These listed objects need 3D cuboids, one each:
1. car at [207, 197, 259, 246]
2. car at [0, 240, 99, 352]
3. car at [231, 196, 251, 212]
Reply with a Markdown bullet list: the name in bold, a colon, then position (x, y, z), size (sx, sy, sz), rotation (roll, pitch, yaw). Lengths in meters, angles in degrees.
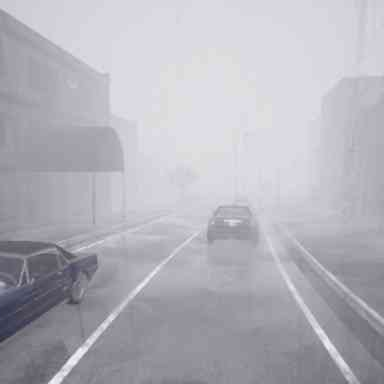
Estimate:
- **car**: position (1.926, 1.266, 15.286), size (2.097, 1.767, 4.553), rotation (1, 1, 8)
- **car**: position (-3.188, 1.542, 5.215), size (1.895, 1.301, 4.718), rotation (1, 0, 5)
- **car**: position (5.172, 1.176, 34.835), size (1.994, 1.385, 4.181), rotation (1, 1, 10)
